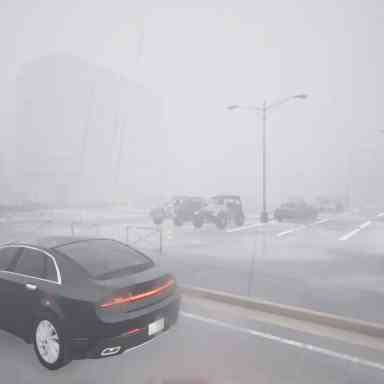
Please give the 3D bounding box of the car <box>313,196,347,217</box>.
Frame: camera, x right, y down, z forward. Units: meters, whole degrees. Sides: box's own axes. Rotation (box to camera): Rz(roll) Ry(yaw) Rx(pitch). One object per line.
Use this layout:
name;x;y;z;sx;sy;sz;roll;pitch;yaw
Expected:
car;13.778;1.395;33.149;1.970;1.475;3.806;0;0;34

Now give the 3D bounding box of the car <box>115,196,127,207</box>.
car;-11.805;1.352;49.417;2.097;1.767;4.553;0;0;34

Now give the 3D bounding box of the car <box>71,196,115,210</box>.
car;-12.470;1.526;42.157;1.812;1.442;4.674;0;0;34

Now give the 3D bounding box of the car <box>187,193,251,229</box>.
car;1.729;1.156;20.217;1.905;1.878;3.866;0;0;34

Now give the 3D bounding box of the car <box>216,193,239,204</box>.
car;6.885;1.221;64.256;2.150;2.045;5.566;0;0;34

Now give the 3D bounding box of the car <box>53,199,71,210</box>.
car;-17.143;1.547;41.500;2.033;1.411;5.357;0;0;34

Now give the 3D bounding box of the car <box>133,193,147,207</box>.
car;-6.582;1.221;50.867;2.150;2.045;5.566;0;0;34

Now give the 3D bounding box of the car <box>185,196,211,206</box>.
car;1.086;1.478;55.678;1.882;1.535;5.008;0;0;34

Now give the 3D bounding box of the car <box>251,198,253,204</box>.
car;9.875;1.505;62.459;1.837;1.490;4.892;0;0;34

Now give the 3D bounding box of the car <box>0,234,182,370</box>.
car;-2.435;1.505;5.739;4.892;1.490;1.837;0;0;36

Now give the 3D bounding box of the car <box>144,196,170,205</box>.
car;-6.024;1.526;57.926;1.812;1.442;4.674;0;0;35

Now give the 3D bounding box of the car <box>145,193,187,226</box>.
car;-0.635;1.153;21.887;1.932;1.855;4.605;0;0;34

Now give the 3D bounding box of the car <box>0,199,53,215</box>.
car;-17.472;1.601;34.747;1.895;1.301;4.718;0;0;34
